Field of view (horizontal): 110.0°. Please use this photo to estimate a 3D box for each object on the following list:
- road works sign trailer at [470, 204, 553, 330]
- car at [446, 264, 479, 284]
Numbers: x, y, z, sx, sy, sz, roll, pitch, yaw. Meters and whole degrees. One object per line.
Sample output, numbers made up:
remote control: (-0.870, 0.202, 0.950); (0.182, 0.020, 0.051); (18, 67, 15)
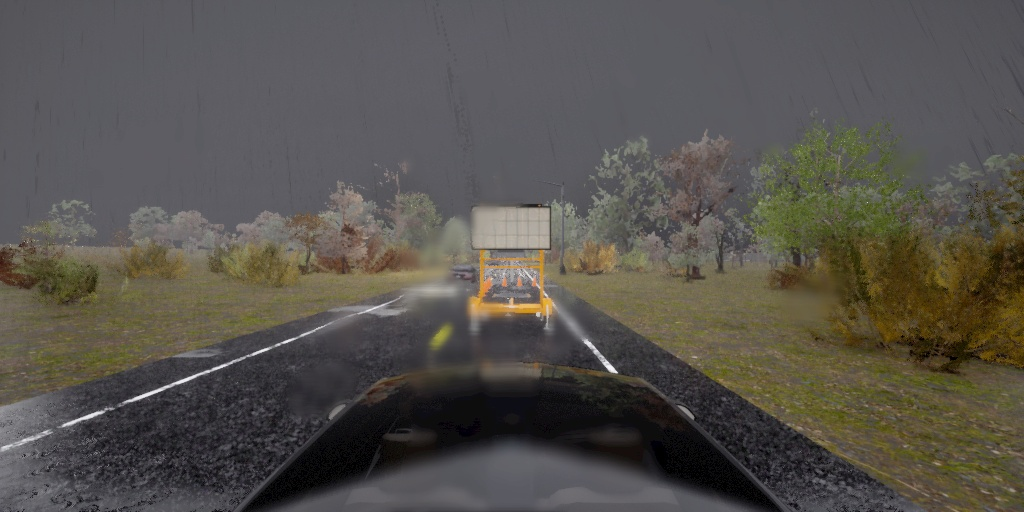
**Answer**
road works sign trailer: (-0.003, 0.214, 11.055); (2.380, 3.560, 2.880); (0, 0, 0)
car: (-3.609, 1.313, 26.754); (1.994, 1.385, 4.181); (0, 0, 0)
